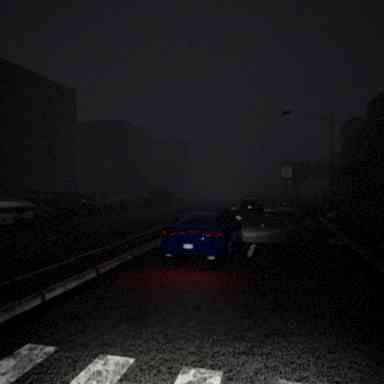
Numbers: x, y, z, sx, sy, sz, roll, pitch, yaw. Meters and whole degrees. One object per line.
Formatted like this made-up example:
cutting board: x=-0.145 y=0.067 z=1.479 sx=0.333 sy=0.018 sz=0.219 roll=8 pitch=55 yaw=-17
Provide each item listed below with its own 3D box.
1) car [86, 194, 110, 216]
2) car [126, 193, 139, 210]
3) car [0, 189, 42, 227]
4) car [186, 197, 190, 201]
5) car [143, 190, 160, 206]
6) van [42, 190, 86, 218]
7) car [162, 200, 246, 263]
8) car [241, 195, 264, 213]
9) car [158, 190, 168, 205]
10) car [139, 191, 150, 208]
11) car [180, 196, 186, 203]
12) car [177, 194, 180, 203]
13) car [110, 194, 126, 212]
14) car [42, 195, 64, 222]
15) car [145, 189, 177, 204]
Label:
car: x=-9.269 y=1.009 z=25.639 sx=5.008 sy=1.535 sz=2.097 roll=0 pitch=1 yaw=14
car: x=-7.902 y=0.941 z=30.978 sx=4.892 sy=1.521 sz=2.231 roll=0 pitch=1 yaw=14
car: x=-11.289 y=0.889 z=17.614 sx=5.566 sy=2.045 sz=2.435 roll=0 pitch=1 yaw=14
car: x=-2.928 y=0.809 z=49.619 sx=5.366 sy=1.575 sz=1.946 roll=0 pitch=0 yaw=14
car: x=-6.523 y=0.885 z=36.315 sx=5.008 sy=1.535 sz=2.097 roll=0 pitch=1 yaw=14
van: x=-10.030 y=0.821 z=23.110 sx=4.442 sy=1.987 sz=1.878 roll=0 pitch=1 yaw=14
car: x=0.542 y=1.242 z=11.219 sx=1.882 sy=1.535 sz=5.008 roll=0 pitch=1 yaw=15
car: x=5.197 y=1.001 z=28.762 sx=1.812 sy=1.442 sz=4.674 roll=0 pitch=1 yaw=15
car: x=-5.848 y=0.863 z=38.987 sx=5.008 sy=1.535 sz=2.097 roll=0 pitch=0 yaw=14
car: x=-7.217 y=0.912 z=33.647 sx=4.892 sy=1.521 sz=2.231 roll=0 pitch=1 yaw=14
car: x=-3.795 y=0.860 z=46.995 sx=4.674 sy=1.452 sz=2.002 roll=0 pitch=0 yaw=14
car: x=-4.445 y=0.705 z=44.316 sx=4.553 sy=1.767 sz=2.185 roll=0 pitch=0 yaw=14
car: x=-8.551 y=1.002 z=28.299 sx=4.792 sy=1.488 sz=2.163 roll=0 pitch=1 yaw=14
car: x=-10.635 y=1.133 z=20.300 sx=4.674 sy=1.452 sz=2.002 roll=0 pitch=1 yaw=14
car: x=-5.187 y=0.594 z=41.661 sx=5.566 sy=2.045 sz=2.435 roll=0 pitch=0 yaw=14
